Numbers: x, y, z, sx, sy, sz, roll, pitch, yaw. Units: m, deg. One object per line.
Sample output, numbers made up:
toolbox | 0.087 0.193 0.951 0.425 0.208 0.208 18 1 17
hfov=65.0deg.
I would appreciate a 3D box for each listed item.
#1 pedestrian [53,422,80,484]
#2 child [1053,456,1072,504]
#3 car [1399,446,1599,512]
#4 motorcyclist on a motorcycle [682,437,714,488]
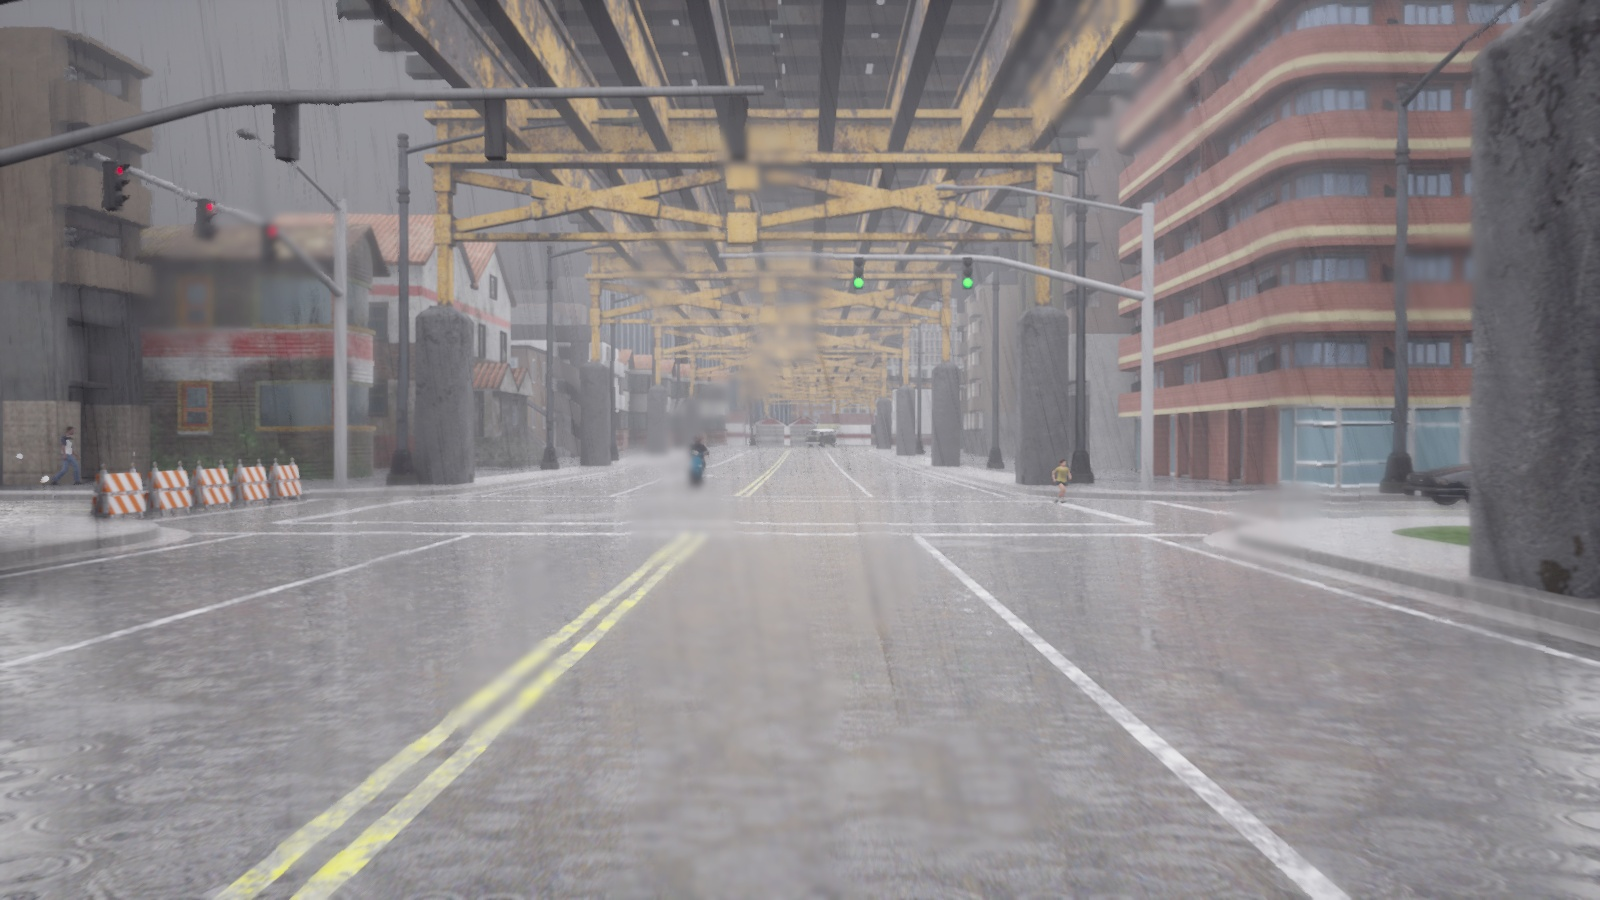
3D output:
pedestrian | -21.734 0.082 37.214 0.706 1.836 0.354 0 0 -30
child | 6.148 0.693 29.389 0.255 1.110 0.394 0 0 -23
car | 16.608 0.632 28.151 5.357 1.411 2.033 0 0 1
motorcyclist on a motorcycle | -3.255 0.397 40.306 0.866 1.590 1.817 0 0 0
